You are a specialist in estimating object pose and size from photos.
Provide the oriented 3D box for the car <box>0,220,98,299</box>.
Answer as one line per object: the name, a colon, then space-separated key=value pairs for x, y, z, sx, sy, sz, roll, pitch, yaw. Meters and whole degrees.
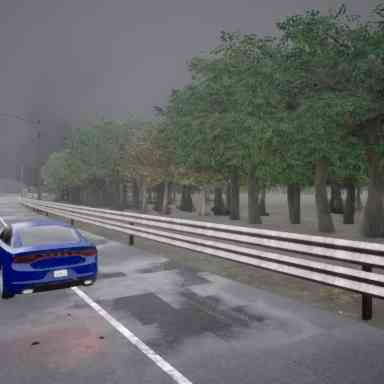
car: x=-4.021 y=1.478 z=8.704 sx=1.882 sy=1.535 sz=5.008 roll=0 pitch=0 yaw=-34
